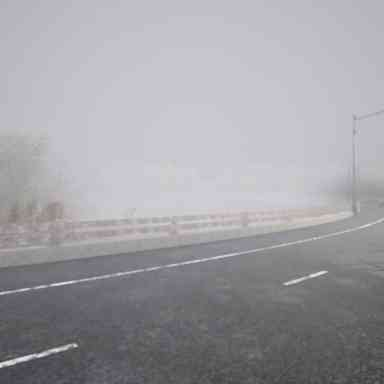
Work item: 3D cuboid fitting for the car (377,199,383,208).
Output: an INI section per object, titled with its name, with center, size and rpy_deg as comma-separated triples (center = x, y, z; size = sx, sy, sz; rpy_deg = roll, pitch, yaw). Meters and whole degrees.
[car]
center = 32.094, 1.836, 55.100
size = 1.837, 1.490, 4.892
rpy_deg = 0, 0, 20
